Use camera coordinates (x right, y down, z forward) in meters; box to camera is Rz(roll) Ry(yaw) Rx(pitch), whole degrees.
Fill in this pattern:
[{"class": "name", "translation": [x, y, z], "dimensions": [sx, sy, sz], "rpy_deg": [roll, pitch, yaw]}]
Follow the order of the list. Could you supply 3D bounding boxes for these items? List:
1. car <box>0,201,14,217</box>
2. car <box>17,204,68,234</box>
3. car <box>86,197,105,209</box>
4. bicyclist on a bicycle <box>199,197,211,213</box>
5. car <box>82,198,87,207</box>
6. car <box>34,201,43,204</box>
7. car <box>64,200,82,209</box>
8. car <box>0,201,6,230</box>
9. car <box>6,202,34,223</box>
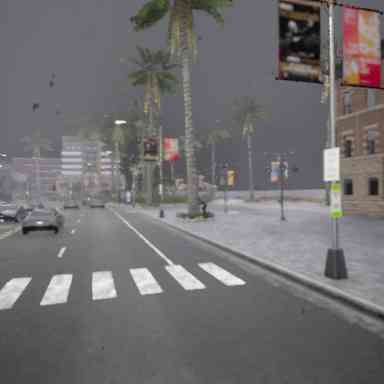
[{"class": "car", "translation": [-21.134, 1.780, 36.245], "dimensions": [2.128, 1.511, 4.902], "rpy_deg": [-1, 0, -16]}, {"class": "car", "translation": [-8.911, 1.677, 20.208], "dimensions": [1.994, 1.385, 4.181], "rpy_deg": [-1, 0, -16]}, {"class": "car", "translation": [-13.914, 1.713, 48.669], "dimensions": [1.994, 1.385, 4.181], "rpy_deg": [-1, 0, -20]}, {"class": "bicyclist on a bicycle", "translation": [0.712, 1.247, 25.728], "dimensions": [1.656, 1.620, 0.582], "rpy_deg": [-1, 0, -16]}, {"class": "car", "translation": [-17.908, 1.692, 57.681], "dimensions": [2.128, 1.511, 4.902], "rpy_deg": [-1, 0, -28]}, {"class": "car", "translation": [-17.857, 1.780, 37.652], "dimensions": [2.033, 1.411, 5.357], "rpy_deg": [-1, 0, -16]}, {"class": "car", "translation": [-17.236, 1.770, 47.530], "dimensions": [1.994, 1.385, 4.181], "rpy_deg": [-1, 0, -20]}, {"class": "car", "translation": [-12.201, 1.523, 18.331], "dimensions": [2.097, 1.767, 4.553], "rpy_deg": [-1, 0, -16]}, {"class": "car", "translation": [-14.866, 1.747, 27.419], "dimensions": [2.033, 1.411, 5.357], "rpy_deg": [-1, 0, -16]}]
